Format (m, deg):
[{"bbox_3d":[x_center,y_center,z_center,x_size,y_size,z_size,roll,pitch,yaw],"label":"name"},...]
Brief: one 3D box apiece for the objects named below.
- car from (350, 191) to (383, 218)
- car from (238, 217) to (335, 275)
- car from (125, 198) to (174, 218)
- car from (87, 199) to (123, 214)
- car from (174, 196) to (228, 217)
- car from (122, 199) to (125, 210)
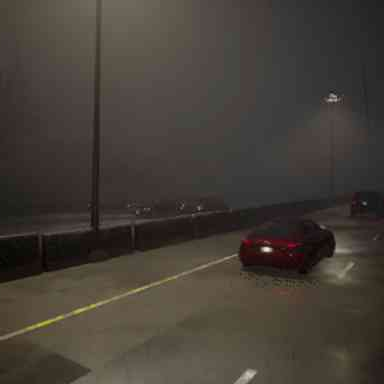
[{"bbox_3d":[14.152,0.912,26.525,2.150,2.045,5.566,0,1,35],"label":"car"},{"bbox_3d":[3.114,1.483,10.477,1.994,1.385,4.181,0,1,35],"label":"car"},{"bbox_3d":[-2.714,1.247,27.053,2.128,1.511,4.902,0,1,35],"label":"car"},{"bbox_3d":[-7.746,1.311,32.089,1.895,1.301,4.718,0,1,35],"label":"car"},{"bbox_3d":[0.999,1.105,26.271,2.097,1.767,4.553,0,1,35],"label":"car"},{"bbox_3d":[-3.936,1.304,31.450,1.895,1.301,4.718,0,1,35],"label":"car"}]
